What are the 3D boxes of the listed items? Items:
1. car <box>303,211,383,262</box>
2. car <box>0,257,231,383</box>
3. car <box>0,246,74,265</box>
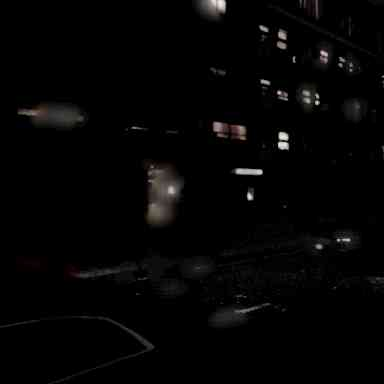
[{"bbox_3d":[6.070,1.486,12.127,4.902,1.511,2.128,0,0,-36],"label":"car"},{"bbox_3d":[-1.917,1.515,2.294,4.892,1.490,1.837,0,0,-36],"label":"car"},{"bbox_3d":[-4.165,1.495,4.675,5.008,1.535,1.882,0,0,-37],"label":"car"}]
